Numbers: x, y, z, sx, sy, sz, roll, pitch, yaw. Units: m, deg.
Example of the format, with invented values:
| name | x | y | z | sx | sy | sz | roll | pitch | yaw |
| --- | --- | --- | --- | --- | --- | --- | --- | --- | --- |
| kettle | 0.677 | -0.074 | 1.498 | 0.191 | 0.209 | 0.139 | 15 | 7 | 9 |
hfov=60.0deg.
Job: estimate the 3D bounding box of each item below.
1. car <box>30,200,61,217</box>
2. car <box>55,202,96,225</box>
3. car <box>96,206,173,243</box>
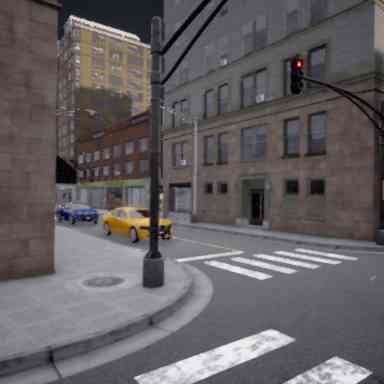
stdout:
| name | x | y | z | sx | sy | sz | roll | pitch | yaw |
| --- | --- | --- | --- | --- | --- | --- | --- | --- | --- |
| car | -14.429 | 1.516 | 32.642 | 1.812 | 1.442 | 4.674 | 1 | 0 | -35 |
| car | -8.421 | 1.487 | 24.368 | 1.882 | 1.535 | 5.008 | 1 | 0 | -36 |
| car | -2.832 | 1.505 | 16.680 | 1.882 | 1.535 | 5.008 | 1 | 0 | -36 |
